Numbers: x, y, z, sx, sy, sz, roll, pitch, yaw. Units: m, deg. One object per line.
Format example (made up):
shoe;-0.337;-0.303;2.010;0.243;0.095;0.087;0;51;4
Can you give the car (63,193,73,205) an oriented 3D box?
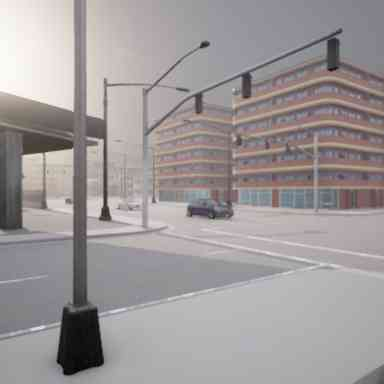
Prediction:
car;-21.021;1.473;58.930;2.128;1.511;4.902;0;0;-36

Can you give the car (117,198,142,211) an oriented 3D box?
car;-7.535;1.506;40.635;1.812;1.442;4.674;0;0;-37

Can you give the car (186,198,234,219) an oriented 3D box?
car;1.490;1.333;28.524;2.097;1.767;4.553;0;0;-37
